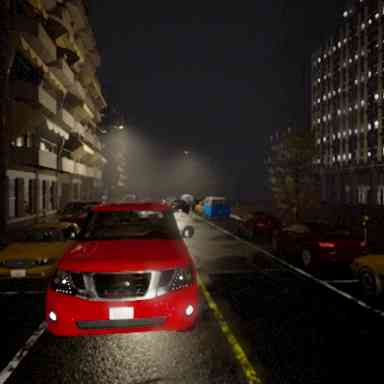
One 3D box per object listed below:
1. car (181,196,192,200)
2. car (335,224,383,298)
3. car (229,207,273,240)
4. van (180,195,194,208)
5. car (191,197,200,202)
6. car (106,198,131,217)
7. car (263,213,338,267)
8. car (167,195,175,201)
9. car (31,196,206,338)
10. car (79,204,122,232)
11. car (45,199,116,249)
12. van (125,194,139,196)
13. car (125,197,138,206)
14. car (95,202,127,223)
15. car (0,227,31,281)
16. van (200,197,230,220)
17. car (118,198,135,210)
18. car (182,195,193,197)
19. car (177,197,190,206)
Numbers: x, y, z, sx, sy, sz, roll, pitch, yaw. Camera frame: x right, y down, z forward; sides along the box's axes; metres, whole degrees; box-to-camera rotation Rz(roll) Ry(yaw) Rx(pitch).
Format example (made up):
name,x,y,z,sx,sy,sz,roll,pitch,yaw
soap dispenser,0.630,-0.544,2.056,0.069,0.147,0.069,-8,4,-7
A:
name,x,y,z,sx,sy,sz,roll,pitch,yaw
car,-1.393,1.489,33.574,1.837,1.490,4.892,0,0,-7
car,4.727,1.523,5.815,1.752,1.417,4.829,0,0,-7
car,3.366,1.572,16.612,1.802,1.307,4.206,0,0,-7
van,-0.785,1.328,49.512,1.690,1.788,3.998,0,0,-7
car,1.270,1.510,33.230,1.752,1.417,4.829,0,0,-7
car,-7.023,1.423,32.013,1.967,1.590,4.097,0,0,-7
car,4.057,1.576,11.130,1.802,1.307,4.206,0,0,-7
car,-5.624,1.557,87.894,1.887,1.381,4.507,0,0,-7
car,-1.255,1.216,7.052,2.150,2.045,5.566,0,0,-7
car,-5.640,1.536,21.048,2.008,1.369,4.403,0,0,-7
car,-4.950,1.303,15.564,2.192,1.841,5.009,0,0,-7
van,-9.099,1.326,48.464,1.690,1.788,3.998,0,0,-7
car,-9.789,1.569,53.946,1.802,1.307,4.206,0,0,-7
car,-6.331,1.535,26.531,2.008,1.369,4.403,0,0,-7
car,-4.236,1.517,9.913,1.752,1.417,4.829,0,0,-7
van,1.982,1.327,27.579,1.690,1.788,3.998,0,0,-7
car,-8.406,1.528,42.980,1.887,1.381,4.507,0,0,-7
car,-0.093,1.426,44.028,1.967,1.590,4.097,0,0,-7
car,-1.497,1.514,55.163,1.752,1.417,4.829,0,0,-7
